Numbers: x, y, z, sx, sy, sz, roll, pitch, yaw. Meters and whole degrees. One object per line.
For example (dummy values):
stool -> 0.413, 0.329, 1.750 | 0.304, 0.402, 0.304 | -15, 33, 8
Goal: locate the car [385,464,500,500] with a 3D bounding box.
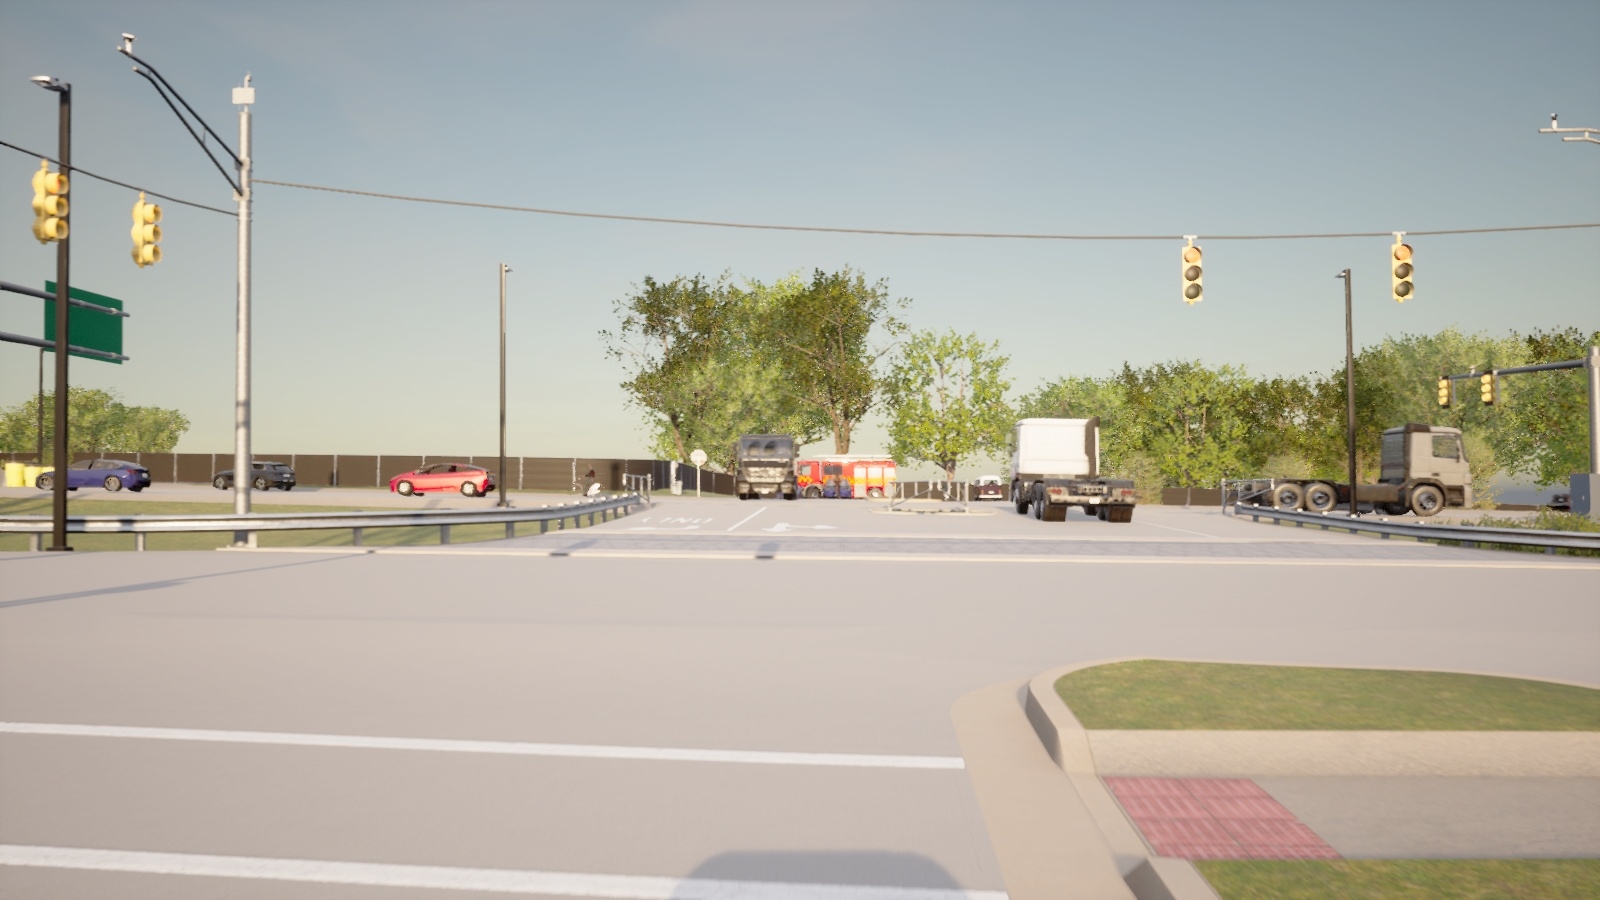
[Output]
car -> -15.886, 1.426, 55.933 | 4.514, 1.525, 2.007 | 0, -2, 2

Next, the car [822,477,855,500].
car -> 2.578, 2.609, 84.434 | 2.163, 1.488, 4.792 | 0, -3, 2

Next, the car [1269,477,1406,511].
car -> 21.686, 1.780, 50.826 | 4.718, 1.301, 1.895 | 1, -2, 2

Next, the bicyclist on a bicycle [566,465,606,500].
bicyclist on a bicycle -> -10.816, 1.640, 63.419 | 1.843, 1.776, 0.659 | 0, -2, 4

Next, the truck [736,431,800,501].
truck -> -1.570, 0.914, 66.216 | 2.891, 3.462, 7.936 | 0, -2, 2

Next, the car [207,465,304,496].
car -> -29.928, 1.669, 68.983 | 4.856, 1.649, 2.033 | 0, -2, 22

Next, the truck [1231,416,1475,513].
truck -> 20.719, 0.570, 47.404 | 7.936, 3.462, 2.891 | 1, -2, 2

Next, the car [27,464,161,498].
car -> -31.779, 1.403, 56.606 | 4.792, 1.488, 2.163 | 0, -2, 2

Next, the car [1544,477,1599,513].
car -> 33.136, 1.817, 50.340 | 5.357, 1.411, 2.033 | 0, -2, 2

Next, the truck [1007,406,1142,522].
truck -> 8.936, 0.455, 41.867 | 2.891, 3.462, 7.936 | 1, 0, 1
